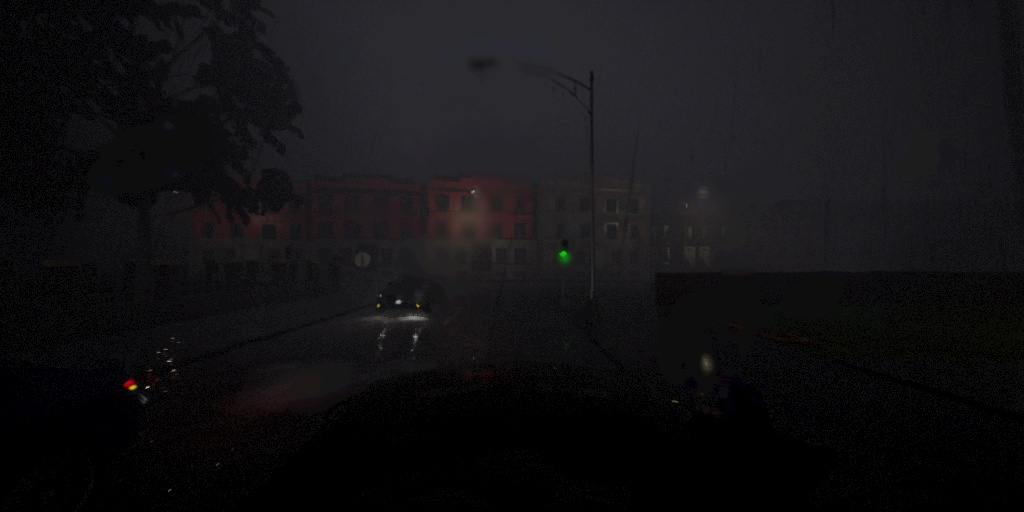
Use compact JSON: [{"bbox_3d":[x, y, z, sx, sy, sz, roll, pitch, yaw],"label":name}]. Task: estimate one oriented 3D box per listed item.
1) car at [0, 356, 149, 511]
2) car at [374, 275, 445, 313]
[{"bbox_3d":[-4.099,1.270,1.223,1.812,1.442,4.674,0,0,0],"label":"car"},{"bbox_3d":[-4.039,1.477,14.770,1.994,1.385,4.181,0,-1,1],"label":"car"}]
